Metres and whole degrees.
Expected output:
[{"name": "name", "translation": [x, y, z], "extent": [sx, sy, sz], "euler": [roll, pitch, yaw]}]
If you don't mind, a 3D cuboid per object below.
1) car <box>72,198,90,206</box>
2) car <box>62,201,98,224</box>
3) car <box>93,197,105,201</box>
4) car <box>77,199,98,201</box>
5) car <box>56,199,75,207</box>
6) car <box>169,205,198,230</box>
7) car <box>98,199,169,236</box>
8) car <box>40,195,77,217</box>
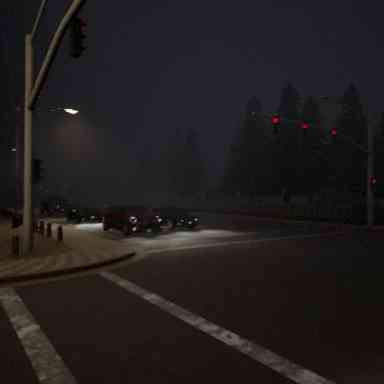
[{"name": "car", "translation": [-20.666, 1.877, 61.670], "extent": [1.895, 1.301, 4.718], "euler": [1, 0, -36]}, {"name": "car", "translation": [-8.647, 1.717, 26.753], "extent": [1.994, 1.385, 4.181], "euler": [1, 0, -36]}, {"name": "car", "translation": [-15.396, 1.628, 54.399], "extent": [2.097, 1.767, 4.553], "euler": [1, 0, -36]}, {"name": "car", "translation": [-12.949, 1.794, 38.706], "extent": [1.895, 1.301, 4.718], "euler": [1, 0, -36]}, {"name": "car", "translation": [-21.988, 1.836, 57.549], "extent": [1.895, 1.301, 4.718], "euler": [1, 0, -36]}, {"name": "car", "translation": [-1.517, 1.699, 22.848], "extent": [1.837, 1.490, 4.892], "euler": [1, 0, -36]}, {"name": "car", "translation": [-3.590, 1.506, 19.745], "extent": [2.097, 1.767, 4.553], "euler": [1, 0, -36]}, {"name": "car", "translation": [-14.002, 1.375, 34.186], "extent": [2.150, 2.045, 5.566], "euler": [1, 0, -36]}]
